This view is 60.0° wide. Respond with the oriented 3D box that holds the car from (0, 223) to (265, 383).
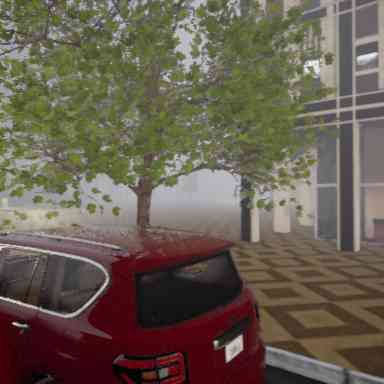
[{"bbox_3d":[-1.611,1.323,4.026,5.009,1.841,2.192,0,0,35],"label":"car"}]
